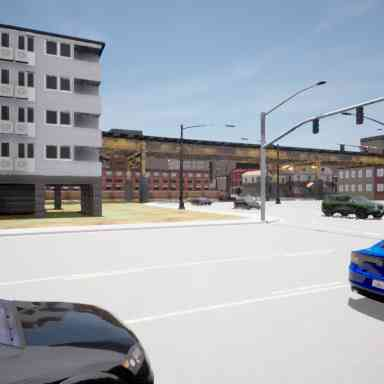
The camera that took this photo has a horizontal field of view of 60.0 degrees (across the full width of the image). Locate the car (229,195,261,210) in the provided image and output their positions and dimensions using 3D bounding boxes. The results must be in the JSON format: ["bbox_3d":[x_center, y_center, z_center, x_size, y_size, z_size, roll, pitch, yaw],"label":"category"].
[{"bbox_3d":[7.035,1.526,42.730,1.812,1.442,4.674,0,0,-25],"label":"car"}]

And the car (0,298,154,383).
[{"bbox_3d":[-2.428,1.564,2.750,4.181,1.385,1.994,0,0,-32],"label":"car"}]

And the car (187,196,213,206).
[{"bbox_3d":[1.493,1.548,54.403,2.033,1.411,5.357,0,0,-22],"label":"car"}]

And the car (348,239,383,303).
[{"bbox_3d":[5.550,1.478,6.903,5.008,1.535,1.882,0,0,-25],"label":"car"}]

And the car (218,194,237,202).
[{"bbox_3d":[8.259,1.540,78.709,2.033,1.411,5.357,0,0,40],"label":"car"}]

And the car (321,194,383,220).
[{"bbox_3d":[13.762,1.224,28.695,2.150,2.045,5.566,0,0,-26],"label":"car"}]
